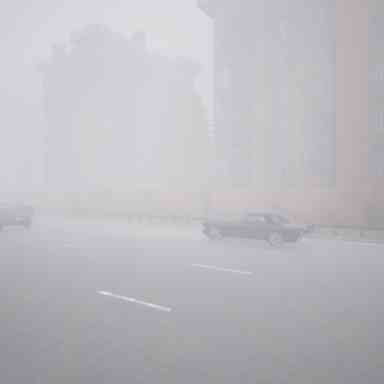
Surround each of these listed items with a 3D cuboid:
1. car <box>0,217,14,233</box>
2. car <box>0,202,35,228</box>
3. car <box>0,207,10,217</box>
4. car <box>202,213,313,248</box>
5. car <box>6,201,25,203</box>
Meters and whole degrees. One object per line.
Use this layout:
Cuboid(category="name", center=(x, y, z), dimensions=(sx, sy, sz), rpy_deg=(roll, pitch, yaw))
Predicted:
Cuboid(category="car", center=(-7.305, 1.495, 9.213), dimensions=(4.902, 1.511, 2.128), rpy_deg=(0, 0, 36))
Cuboid(category="car", center=(-12.148, 1.572, 21.279), dimensions=(4.181, 1.385, 1.994), rpy_deg=(0, 0, 35))
Cuboid(category="car", center=(-11.522, 1.554, 16.530), dimensions=(5.357, 1.411, 2.033), rpy_deg=(0, 0, 36))
Cuboid(category="car", center=(2.785, 1.603, 14.909), dimensions=(4.718, 1.301, 1.895), rpy_deg=(0, 0, 36))
Cuboid(category="car", center=(-15.086, 1.487, 27.678), dimensions=(5.008, 1.535, 1.882), rpy_deg=(0, 0, 36))
